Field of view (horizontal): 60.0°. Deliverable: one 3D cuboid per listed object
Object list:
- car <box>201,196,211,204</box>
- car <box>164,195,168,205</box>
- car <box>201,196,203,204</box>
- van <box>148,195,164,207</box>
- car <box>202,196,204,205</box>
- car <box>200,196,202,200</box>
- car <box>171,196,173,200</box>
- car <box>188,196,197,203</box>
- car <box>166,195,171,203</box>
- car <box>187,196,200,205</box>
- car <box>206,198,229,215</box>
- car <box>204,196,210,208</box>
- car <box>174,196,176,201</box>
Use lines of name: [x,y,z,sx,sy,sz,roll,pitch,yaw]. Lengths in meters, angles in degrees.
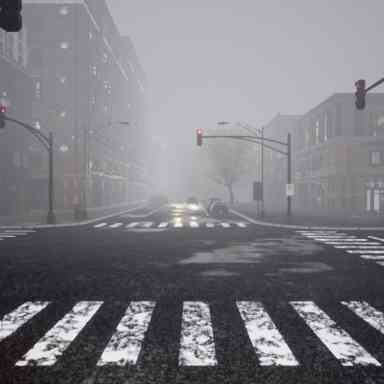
car: [2.782,1.537,67.776,1.967,1.590,4.097,0,0,0]
car: [-5.614,1.651,56.395,1.802,1.307,4.206,0,0,0]
car: [2.759,1.640,50.686,1.802,1.307,4.206,0,0,0]
van: [-5.622,1.399,50.698,1.690,1.788,3.998,0,0,0]
car: [2.751,1.488,44.988,1.967,1.590,4.097,0,0,0]
car: [2.775,1.633,62.079,2.008,1.369,4.403,0,0,0]
car: [-5.598,1.662,67.789,1.947,1.339,4.313,0,0,0]
car: [0.098,1.540,70.788,1.812,1.442,4.674,0,0,0]
car: [-5.607,1.397,62.092,2.192,1.841,5.009,0,0,0]
car: [0.084,1.556,60.371,1.882,1.535,5.008,0,0,0]
car: [2.736,1.580,33.595,2.008,1.369,4.403,0,0,0]
car: [2.744,1.479,39.292,1.967,1.590,4.097,0,0,0]
car: [-5.568,1.687,90.406,1.752,1.417,4.829,0,0,0]
